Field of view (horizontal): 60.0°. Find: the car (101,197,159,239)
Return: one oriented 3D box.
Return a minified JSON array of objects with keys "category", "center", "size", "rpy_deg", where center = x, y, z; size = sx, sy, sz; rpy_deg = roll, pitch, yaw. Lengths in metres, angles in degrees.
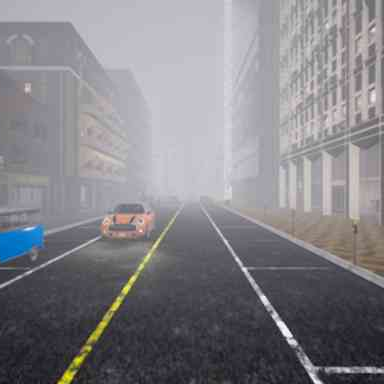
[{"category":"car","center":[-3.106,1.312,17.007],"size":[2.097,1.767,4.553],"rpy_deg":[0,0,0]}]

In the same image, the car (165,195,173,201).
[{"category":"car","center":[-5.721,1.376,82.579],"size":[1.752,1.417,4.829],"rpy_deg":[0,0,0]}]

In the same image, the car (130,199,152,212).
[{"category":"car","center":[-5.704,1.502,37.560],"size":[1.802,1.307,4.206],"rpy_deg":[0,0,0]}]

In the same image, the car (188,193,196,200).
[{"category":"car","center":[-0.030,1.052,83.157],"size":[2.097,1.767,4.553],"rpy_deg":[0,0,0]}]

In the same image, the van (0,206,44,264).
[{"category":"van","center":[-5.694,1.319,9.317],"size":[1.690,1.788,3.998],"rpy_deg":[0,0,0]}]

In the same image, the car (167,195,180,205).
[{"category":"car","center":[-3.076,1.411,58.168],"size":[1.812,1.442,4.674],"rpy_deg":[0,0,0]}]

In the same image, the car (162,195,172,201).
[{"category":"car","center":[-5.719,1.424,77.099],"size":[1.947,1.339,4.313],"rpy_deg":[0,0,0]}]

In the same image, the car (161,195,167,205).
[{"category":"car","center":[-5.710,1.332,54.506],"size":[1.967,1.590,4.097],"rpy_deg":[0,0,0]}]

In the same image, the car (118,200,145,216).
[{"category":"car","center":[-5.702,1.511,31.911],"size":[1.802,1.307,4.206],"rpy_deg":[0,0,0]}]

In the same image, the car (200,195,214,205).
[{"category":"car","center":[2.670,1.417,54.679],"size":[1.752,1.417,4.829],"rpy_deg":[0,0,0]}]

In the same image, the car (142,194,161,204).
[{"category":"car","center":[-5.707,1.225,43.208],"size":[2.192,1.841,5.009],"rpy_deg":[0,0,0]}]
